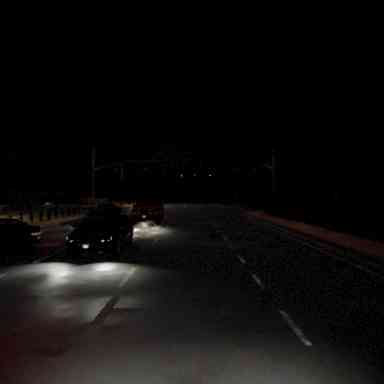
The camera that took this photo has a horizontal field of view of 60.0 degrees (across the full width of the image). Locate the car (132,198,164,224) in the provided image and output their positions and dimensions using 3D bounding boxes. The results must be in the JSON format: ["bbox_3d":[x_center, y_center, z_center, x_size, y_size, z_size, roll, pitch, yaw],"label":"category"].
[{"bbox_3d":[-3.547,1.496,27.323,2.150,2.045,5.566,0,-1,0],"label":"car"}]

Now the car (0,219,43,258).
[{"bbox_3d":[-7.112,1.656,11.556,2.033,1.411,5.357,0,-1,0],"label":"car"}]

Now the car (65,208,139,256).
[{"bbox_3d":[-3.608,1.634,13.720,1.837,1.490,4.892,0,-1,0],"label":"car"}]

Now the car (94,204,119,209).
[{"bbox_3d":[-7.048,1.737,27.238,1.882,1.535,5.008,0,-1,0],"label":"car"}]
